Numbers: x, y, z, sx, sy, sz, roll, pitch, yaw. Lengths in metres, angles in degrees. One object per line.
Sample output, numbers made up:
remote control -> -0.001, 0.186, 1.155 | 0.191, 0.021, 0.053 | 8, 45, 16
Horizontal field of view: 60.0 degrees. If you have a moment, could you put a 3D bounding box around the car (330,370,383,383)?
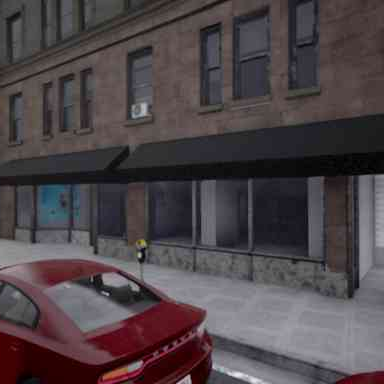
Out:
car -> 2.584, 1.548, 1.019 | 4.507, 1.381, 1.887 | 0, 0, 35

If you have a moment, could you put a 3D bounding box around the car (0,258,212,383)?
car -> -1.893, 1.538, 4.199 | 4.507, 1.381, 1.887 | 0, 0, 35
